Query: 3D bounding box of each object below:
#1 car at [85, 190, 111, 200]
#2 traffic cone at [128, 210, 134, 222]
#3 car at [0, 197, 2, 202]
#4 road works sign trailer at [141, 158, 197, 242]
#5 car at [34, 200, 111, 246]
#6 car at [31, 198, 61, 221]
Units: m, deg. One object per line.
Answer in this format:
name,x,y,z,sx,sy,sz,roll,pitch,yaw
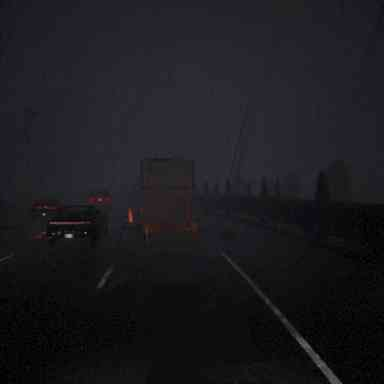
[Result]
car,-9.236,0.783,32.759,2.150,2.045,5.566,0,1,-19
traffic cone,-3.980,1.664,21.759,0.340,0.580,0.340,0,1,-11
car,-22.871,0.989,37.976,2.128,1.511,4.902,0,1,-25
road works sign trailer,-1.131,0.259,15.175,2.380,3.560,2.880,0,1,-11
car,-4.716,1.301,14.212,2.128,1.511,4.902,0,1,-8
car,-10.336,1.182,24.222,1.837,1.490,4.892,0,1,-14
